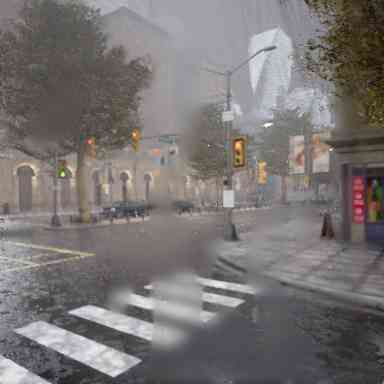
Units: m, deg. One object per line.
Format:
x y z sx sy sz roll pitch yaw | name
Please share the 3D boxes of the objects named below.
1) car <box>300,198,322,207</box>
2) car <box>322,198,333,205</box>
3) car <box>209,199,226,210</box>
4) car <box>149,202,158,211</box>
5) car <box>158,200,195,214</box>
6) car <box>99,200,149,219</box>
19.288 1.693 54.555 1.837 1.490 4.892 -1 -1 36 | car
25.154 1.789 62.680 1.895 1.301 4.718 -1 0 36 | car
4.315 1.791 47.806 1.837 1.490 4.892 -1 0 36 | car
-5.986 1.961 44.913 1.895 1.301 4.718 -1 0 36 | car
-1.501 1.792 39.763 1.837 1.490 4.892 -1 0 36 | car
-6.790 1.640 32.444 2.097 1.767 4.553 -1 0 36 | car
